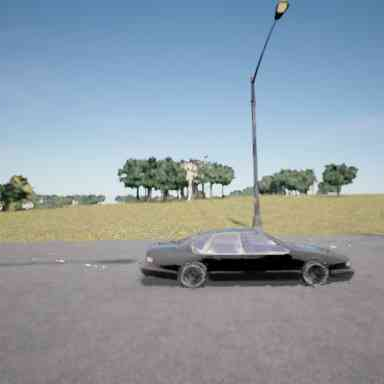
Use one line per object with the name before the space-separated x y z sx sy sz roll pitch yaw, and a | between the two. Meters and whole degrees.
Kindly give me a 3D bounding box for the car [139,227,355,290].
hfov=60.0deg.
car | 1.339 1.679 8.935 5.357 1.411 2.033 -1 -1 -1
